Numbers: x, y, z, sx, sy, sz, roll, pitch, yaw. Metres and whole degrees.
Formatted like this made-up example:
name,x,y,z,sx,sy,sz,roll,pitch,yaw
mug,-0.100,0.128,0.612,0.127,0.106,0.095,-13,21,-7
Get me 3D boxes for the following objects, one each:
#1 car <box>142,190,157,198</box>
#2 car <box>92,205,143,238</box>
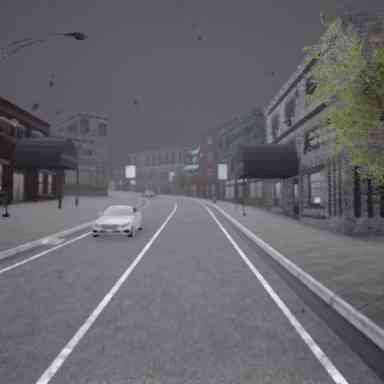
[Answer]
name,x,y,z,sx,sy,sz,roll,pitch,yaw
car,-7.454,0.373,58.340,1.994,1.385,4.181,1,2,-21
car,-3.604,1.387,16.849,1.812,1.442,4.674,0,1,0
